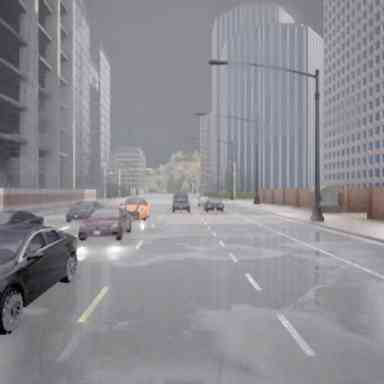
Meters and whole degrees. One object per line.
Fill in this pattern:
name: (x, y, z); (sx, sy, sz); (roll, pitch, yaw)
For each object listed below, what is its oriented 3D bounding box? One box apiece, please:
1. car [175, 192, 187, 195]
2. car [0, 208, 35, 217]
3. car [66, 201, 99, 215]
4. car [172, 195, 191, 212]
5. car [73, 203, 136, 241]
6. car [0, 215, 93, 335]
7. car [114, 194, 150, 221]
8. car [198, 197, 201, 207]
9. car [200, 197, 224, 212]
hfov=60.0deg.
car: (-1.604, 1.079, 47.677); (2.150, 2.045, 5.566); (0, 0, -2)
car: (-7.531, 1.440, 13.069); (1.882, 1.535, 5.008); (0, 0, -2)
car: (-7.961, 1.433, 25.029); (1.837, 1.490, 4.892); (0, 0, -2)
car: (-1.181, 1.385, 36.201); (2.128, 1.511, 4.902); (0, 0, -2)
car: (-4.154, 1.477, 16.612); (1.812, 1.442, 4.674); (0, 0, -2)
car: (-3.796, 1.473, 6.728); (2.128, 1.511, 4.902); (0, 0, -2)
car: (-4.497, 1.275, 26.234); (2.097, 1.767, 4.553); (0, 0, -2)
car: (1.811, 1.381, 48.380); (1.812, 1.442, 4.674); (0, 0, -2)
car: (2.307, 1.491, 36.561); (1.895, 1.301, 4.718); (0, 0, -2)
